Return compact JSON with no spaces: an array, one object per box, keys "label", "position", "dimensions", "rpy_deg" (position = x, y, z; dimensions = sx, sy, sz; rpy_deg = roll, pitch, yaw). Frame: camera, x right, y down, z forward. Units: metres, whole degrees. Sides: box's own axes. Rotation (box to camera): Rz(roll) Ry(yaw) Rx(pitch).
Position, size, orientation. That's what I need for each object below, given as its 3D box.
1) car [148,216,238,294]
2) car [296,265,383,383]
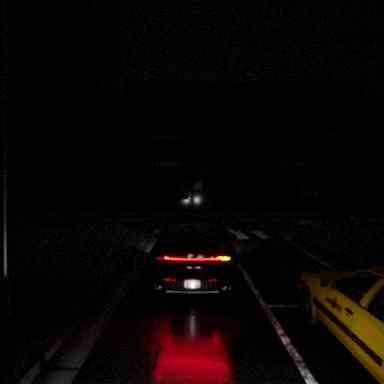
[{"label":"car","position":[0.064,1.375,8.416],"dimensions":[1.837,1.490,4.892],"rpy_deg":[0,1,1]},{"label":"car","position":[2.639,1.463,3.987],"dimensions":[1.752,1.417,4.829],"rpy_deg":[0,1,0]}]
